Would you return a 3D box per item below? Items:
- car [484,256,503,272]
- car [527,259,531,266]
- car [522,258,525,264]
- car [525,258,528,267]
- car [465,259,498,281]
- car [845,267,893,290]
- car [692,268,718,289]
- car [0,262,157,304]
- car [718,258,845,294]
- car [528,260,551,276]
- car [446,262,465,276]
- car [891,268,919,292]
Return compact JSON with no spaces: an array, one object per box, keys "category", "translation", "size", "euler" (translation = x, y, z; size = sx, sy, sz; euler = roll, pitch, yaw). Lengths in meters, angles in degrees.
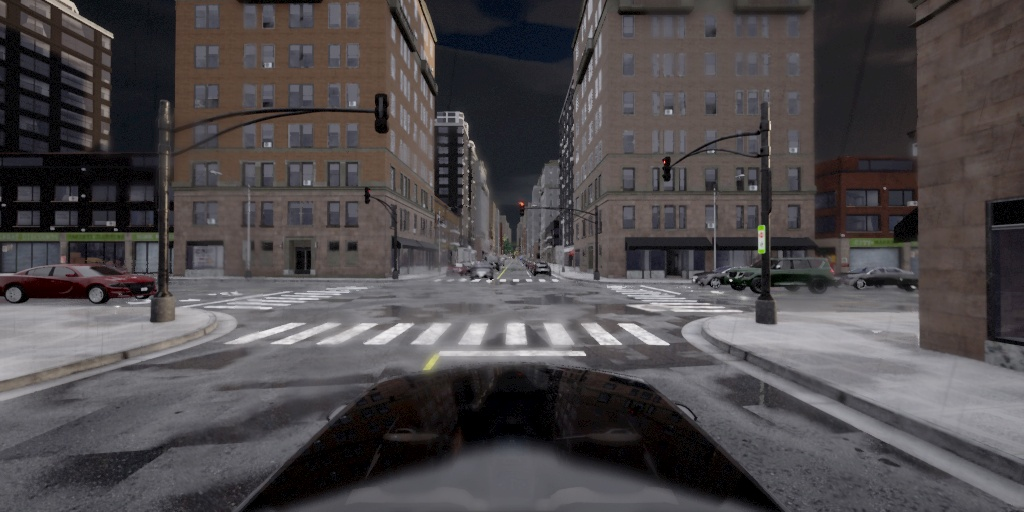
[{"category":"car","translation":[-2.672,0.976,46.726],"size":[2.150,2.045,5.566],"euler":[0,0,1]},{"category":"car","translation":[3.035,1.297,41.781],"size":[1.888,1.381,4.507],"euler":[0,0,1]},{"category":"car","translation":[3.307,1.315,63.902],"size":[1.948,1.339,4.313],"euler":[0,0,1]},{"category":"car","translation":[3.103,1.302,47.311],"size":[2.007,1.370,4.403],"euler":[0,0,1]},{"category":"car","translation":[-2.576,1.246,30.312],"size":[2.128,1.511,4.902],"euler":[0,0,-4]},{"category":"car","translation":[24.231,1.463,24.219],"size":[4.902,1.511,2.128],"euler":[0,-1,0]},{"category":"car","translation":[14.826,1.401,24.277],"size":[4.902,1.511,2.128],"euler":[0,-1,2]},{"category":"car","translation":[-17.440,1.062,14.537],"size":[5.008,1.535,1.882],"euler":[0,-1,-1]},{"category":"car","translation":[15.615,1.105,21.029],"size":[5.566,2.045,2.150],"euler":[0,-1,0]},{"category":"car","translation":[2.967,1.318,36.251],"size":[1.948,1.339,4.313],"euler":[0,0,1]},{"category":"car","translation":[-5.558,1.335,36.352],"size":[1.802,1.307,4.207],"euler":[0,0,1]},{"category":"car","translation":[25.718,1.550,20.963],"size":[4.718,1.301,1.895],"euler":[0,-1,0]}]
